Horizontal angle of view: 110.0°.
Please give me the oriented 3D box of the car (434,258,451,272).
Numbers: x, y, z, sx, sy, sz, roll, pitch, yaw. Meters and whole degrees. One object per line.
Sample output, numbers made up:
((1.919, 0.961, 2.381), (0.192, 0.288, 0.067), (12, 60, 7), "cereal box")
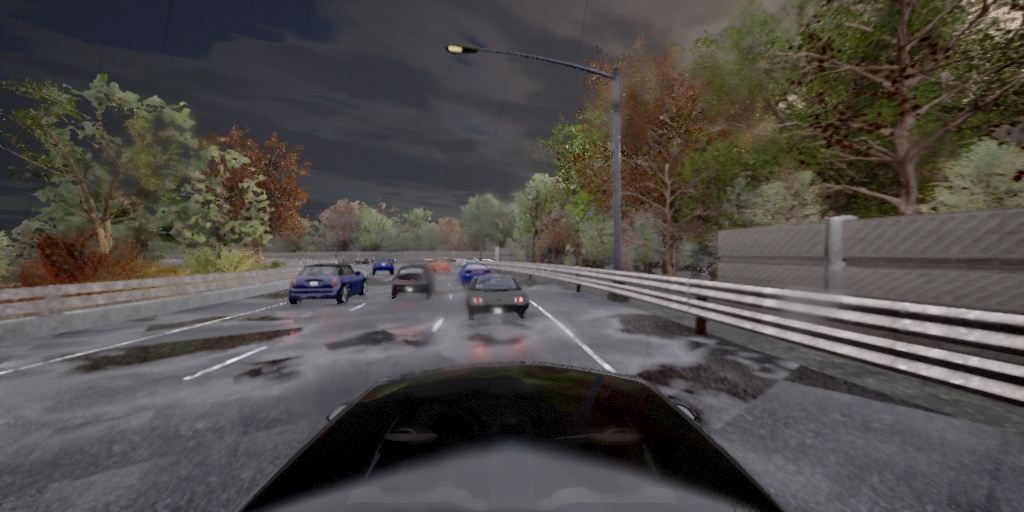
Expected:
((-9.229, 1.082, 45.369), (2.097, 1.767, 4.553), (0, 0, -23), "car")

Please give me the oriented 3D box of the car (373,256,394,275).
((-14.283, 0.984, 39.642), (2.150, 2.045, 5.566), (0, 0, -22), "car")

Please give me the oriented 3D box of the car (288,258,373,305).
((-8.186, 1.119, 16.412), (2.097, 1.767, 4.553), (0, 0, -8), "car")

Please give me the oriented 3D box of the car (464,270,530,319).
((-0.661, 1.338, 12.802), (1.895, 1.301, 4.718), (0, 0, -7), "car")

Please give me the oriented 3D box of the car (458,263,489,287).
((-2.623, 1.207, 24.866), (1.882, 1.535, 5.008), (0, 0, -12), "car")

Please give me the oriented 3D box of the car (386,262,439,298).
((-4.964, 1.254, 18.470), (1.837, 1.490, 4.892), (0, 0, -9), "car")

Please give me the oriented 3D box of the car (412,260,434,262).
((-9.763, 1.236, 37.441), (2.128, 1.511, 4.902), (0, 0, -20), "car")
